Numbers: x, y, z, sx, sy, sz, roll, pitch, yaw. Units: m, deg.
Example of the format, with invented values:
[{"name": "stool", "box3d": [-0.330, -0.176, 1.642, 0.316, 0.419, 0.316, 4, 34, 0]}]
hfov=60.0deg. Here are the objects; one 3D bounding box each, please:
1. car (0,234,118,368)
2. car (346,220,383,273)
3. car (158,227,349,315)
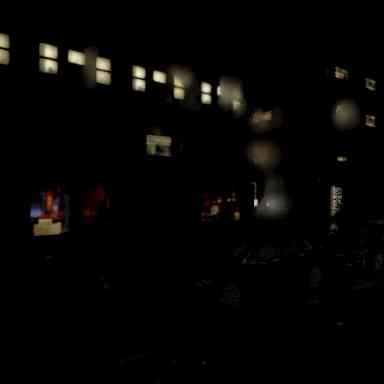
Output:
[{"name": "car", "box3d": [-3.169, 1.439, 4.303, 4.097, 1.590, 1.967, 0, 0, -35]}, {"name": "car", "box3d": [5.824, 1.607, 10.717, 4.403, 1.369, 2.008, 0, 0, -35]}, {"name": "car", "box3d": [1.326, 1.578, 7.509, 4.403, 1.369, 2.008, 0, 0, -35]}]
